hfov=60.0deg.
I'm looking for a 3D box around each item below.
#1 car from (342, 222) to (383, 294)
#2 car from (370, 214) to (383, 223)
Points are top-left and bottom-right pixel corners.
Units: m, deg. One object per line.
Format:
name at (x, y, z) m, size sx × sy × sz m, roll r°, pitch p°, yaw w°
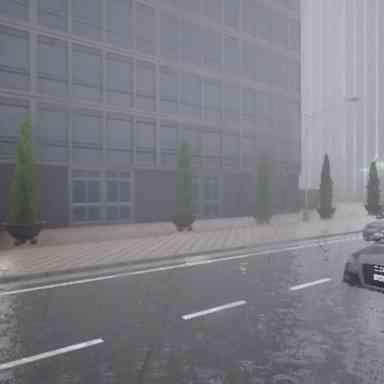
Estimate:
car at (5.435, 1.546, 7.825) m, size 4.181 × 1.385 × 1.994 m, roll 0°, pitch 0°, yaw -35°
car at (9.586, 1.508, 15.014) m, size 4.674 × 1.442 × 1.812 m, roll 0°, pitch 0°, yaw -36°
